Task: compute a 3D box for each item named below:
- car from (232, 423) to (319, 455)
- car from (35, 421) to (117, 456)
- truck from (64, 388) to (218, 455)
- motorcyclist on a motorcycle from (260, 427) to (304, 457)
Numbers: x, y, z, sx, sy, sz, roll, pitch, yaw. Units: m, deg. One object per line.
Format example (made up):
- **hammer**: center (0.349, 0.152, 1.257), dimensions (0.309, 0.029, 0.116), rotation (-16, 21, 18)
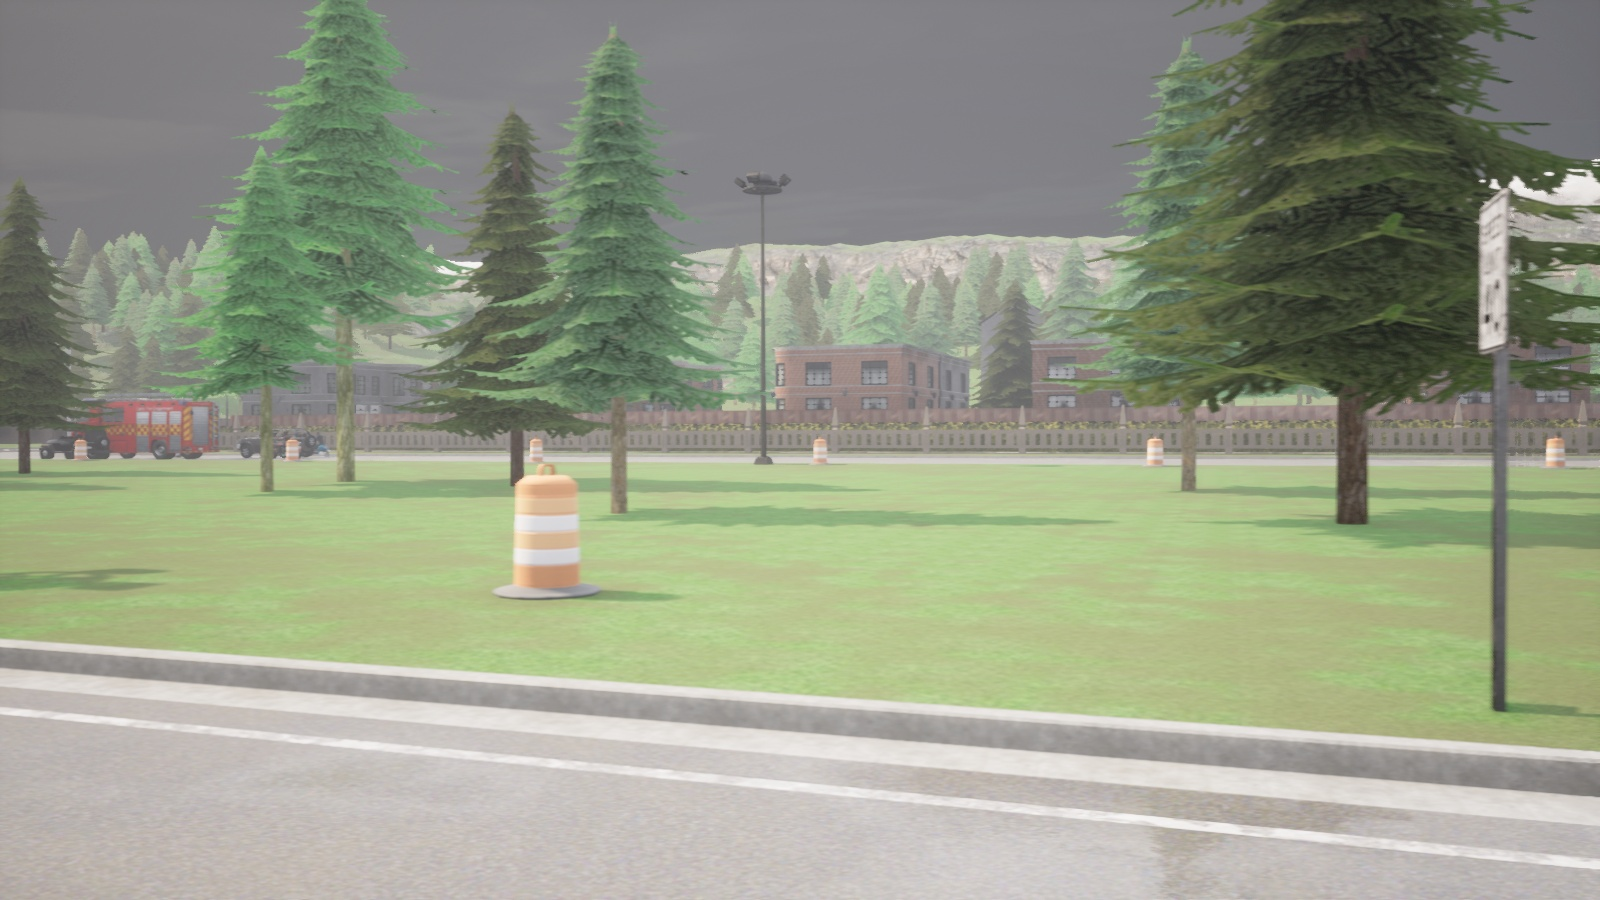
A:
- **car**: center (-31.254, -0.673, 74.833), dimensions (4.605, 1.855, 1.932), rotation (1, 1, 19)
- **car**: center (-40.718, -0.662, 70.610), dimensions (3.866, 1.878, 1.905), rotation (1, 1, 19)
- **truck**: center (-38.618, -1.662, 73.586), dimensions (8.468, 3.827, 2.891), rotation (1, 1, 18)
- **motorcyclist on a motorcycle**: center (-29.055, -0.460, 70.414), dimensions (2.350, 1.649, 0.766), rotation (0, 1, 18)
